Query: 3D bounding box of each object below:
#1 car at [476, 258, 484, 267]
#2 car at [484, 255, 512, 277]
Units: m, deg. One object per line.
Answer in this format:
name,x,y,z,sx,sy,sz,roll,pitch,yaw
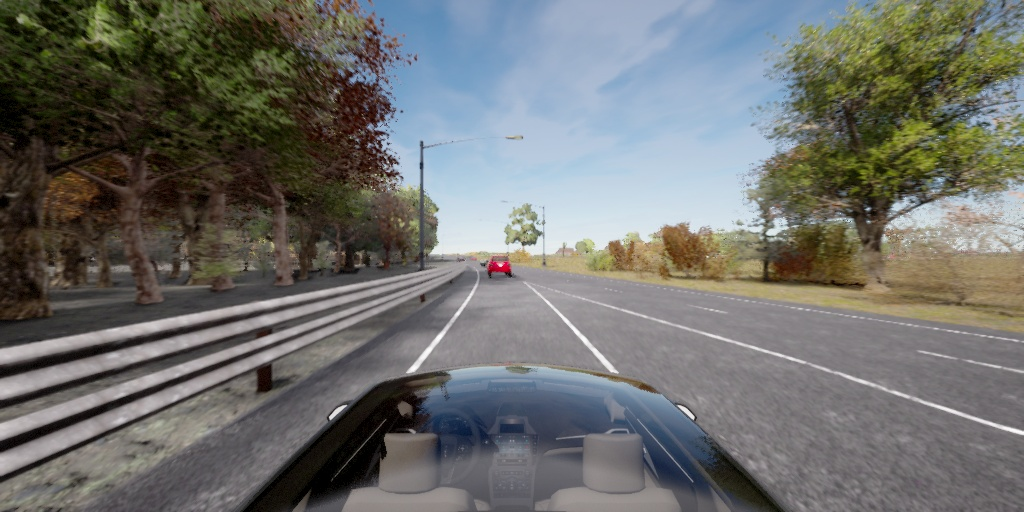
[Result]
car,-4.602,1.231,61.427,1.895,1.301,4.718,0,0,-10
car,-1.312,0.945,35.104,2.150,2.045,5.566,0,0,-6
